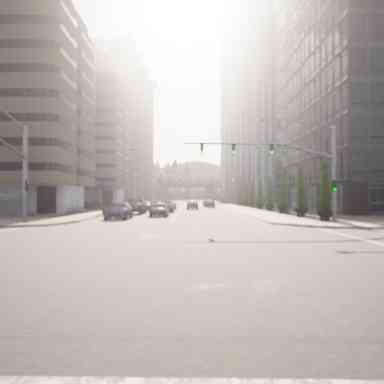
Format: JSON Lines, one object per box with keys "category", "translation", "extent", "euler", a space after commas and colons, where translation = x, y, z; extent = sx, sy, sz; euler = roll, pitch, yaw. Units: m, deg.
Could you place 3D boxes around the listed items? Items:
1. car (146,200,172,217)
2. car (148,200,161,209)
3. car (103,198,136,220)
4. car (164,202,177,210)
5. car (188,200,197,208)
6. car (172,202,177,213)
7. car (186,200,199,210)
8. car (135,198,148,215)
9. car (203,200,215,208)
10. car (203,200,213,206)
{"category": "car", "translation": [-3.614, 1.976, 36.898], "extent": [1.837, 1.490, 4.892], "euler": [0, -1, 0]}
{"category": "car", "translation": [-7.069, 2.301, 62.386], "extent": [1.837, 1.490, 4.892], "euler": [0, -1, 0]}
{"category": "car", "translation": [-7.113, 1.766, 32.403], "extent": [2.097, 1.767, 4.553], "euler": [0, -1, 0]}
{"category": "car", "translation": [-3.600, 2.314, 55.868], "extent": [1.895, 1.301, 4.718], "euler": [0, -1, 0]}
{"category": "car", "translation": [0.074, 2.344, 67.902], "extent": [1.882, 1.535, 5.008], "euler": [0, 0, 0]}
{"category": "car", "translation": [-3.614, 1.941, 46.103], "extent": [2.097, 1.767, 4.553], "euler": [0, -1, 0]}
{"category": "car", "translation": [0.079, 2.233, 56.975], "extent": [1.837, 1.490, 4.892], "euler": [0, 0, 0]}
{"category": "car", "translation": [-7.114, 1.758, 41.992], "extent": [2.150, 2.045, 5.566], "euler": [0, -1, 0]}
{"category": "car", "translation": [3.475, 2.340, 65.452], "extent": [1.837, 1.490, 4.892], "euler": [0, -1, 0]}
{"category": "car", "translation": [3.472, 2.474, 74.119], "extent": [1.994, 1.385, 4.181], "euler": [0, -1, 0]}
